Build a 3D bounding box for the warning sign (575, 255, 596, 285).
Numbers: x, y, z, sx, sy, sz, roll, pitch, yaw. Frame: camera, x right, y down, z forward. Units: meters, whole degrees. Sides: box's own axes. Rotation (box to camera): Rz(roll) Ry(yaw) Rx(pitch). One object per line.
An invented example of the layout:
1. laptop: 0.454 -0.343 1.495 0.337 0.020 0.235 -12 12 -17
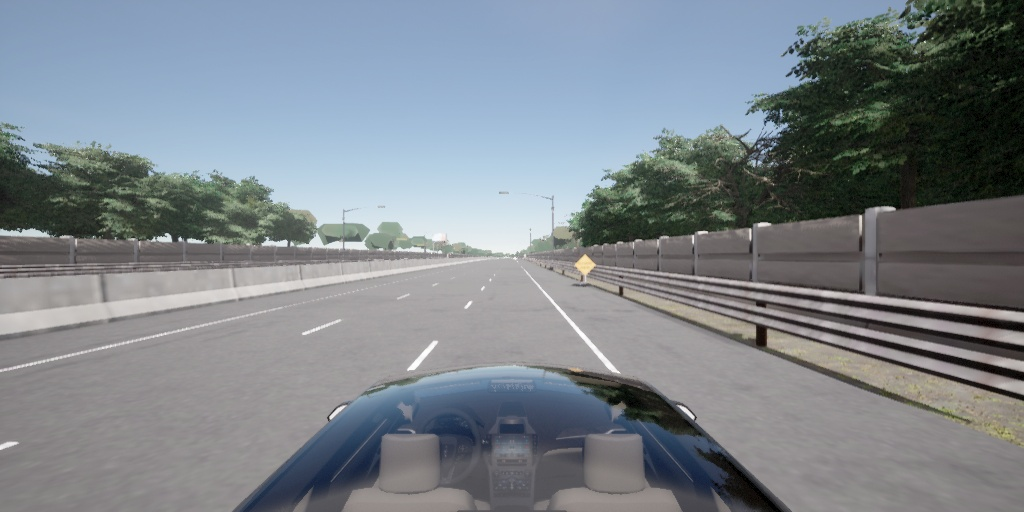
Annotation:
1. warning sign: 4.550 0.838 22.221 1.300 1.860 1.060 0 0 0
